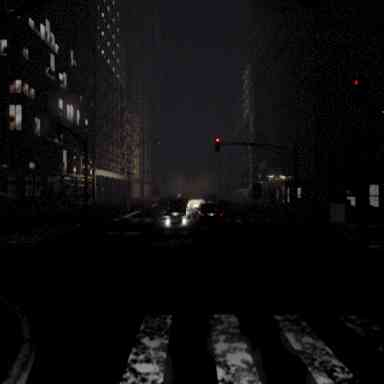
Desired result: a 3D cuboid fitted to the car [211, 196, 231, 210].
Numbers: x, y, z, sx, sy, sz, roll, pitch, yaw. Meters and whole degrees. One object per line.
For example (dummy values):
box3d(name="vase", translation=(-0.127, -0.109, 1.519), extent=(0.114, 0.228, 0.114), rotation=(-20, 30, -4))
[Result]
box3d(name="car", translation=(3.897, 1.531, 42.076), extent=(1.947, 1.339, 4.313), rotation=(0, 0, 0))

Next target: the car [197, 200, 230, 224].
box3d(name="car", translation=(1.374, 1.540, 24.484), extent=(2.033, 1.411, 5.357), rotation=(0, 0, 1))

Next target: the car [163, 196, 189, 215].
box3d(name="car", translation=(-1.523, 1.457, 33.572), extent=(1.882, 1.535, 5.008), rotation=(0, 0, 0))

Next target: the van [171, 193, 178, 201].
box3d(name="van", translation=(-4.222, 1.230, 80.729), extent=(1.690, 1.788, 3.998), rotation=(0, 0, 0))

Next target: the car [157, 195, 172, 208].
box3d(name="car", translation=(-4.059, 1.539, 47.563), extent=(1.802, 1.307, 4.206), rotation=(0, 0, 0))

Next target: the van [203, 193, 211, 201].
box3d(name="van", translation=(3.658, 1.230, 80.767), extent=(1.690, 1.788, 3.998), rotation=(0, 0, 0))

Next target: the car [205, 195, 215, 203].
box3d(name="car", translation=(3.713, 1.353, 69.713), extent=(1.967, 1.590, 4.097), rotation=(0, 0, 0))

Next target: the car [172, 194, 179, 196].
box3d(name="car", translation=(-4.140, 1.491, 64.146), extent=(1.947, 1.339, 4.313), rotation=(0, 0, 0))

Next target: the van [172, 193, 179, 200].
box3d(name="van", translation=(-4.249, 1.218, 86.256), extent=(1.690, 1.788, 3.998), rotation=(0, 0, 0))

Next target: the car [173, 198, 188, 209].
box3d(name="car", translation=(-1.566, 1.561, 45.491), extent=(1.895, 1.301, 4.718), rotation=(0, 0, 0))

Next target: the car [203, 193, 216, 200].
box3d(name="car", translation=(3.740, 1.240, 64.184), extent=(2.192, 1.841, 5.009), rotation=(0, 0, 0))

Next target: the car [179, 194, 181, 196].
box3d(name="car", translation=(-1.598, 1.521, 66.475), extent=(1.895, 1.301, 4.718), rotation=(0, 0, 0))
